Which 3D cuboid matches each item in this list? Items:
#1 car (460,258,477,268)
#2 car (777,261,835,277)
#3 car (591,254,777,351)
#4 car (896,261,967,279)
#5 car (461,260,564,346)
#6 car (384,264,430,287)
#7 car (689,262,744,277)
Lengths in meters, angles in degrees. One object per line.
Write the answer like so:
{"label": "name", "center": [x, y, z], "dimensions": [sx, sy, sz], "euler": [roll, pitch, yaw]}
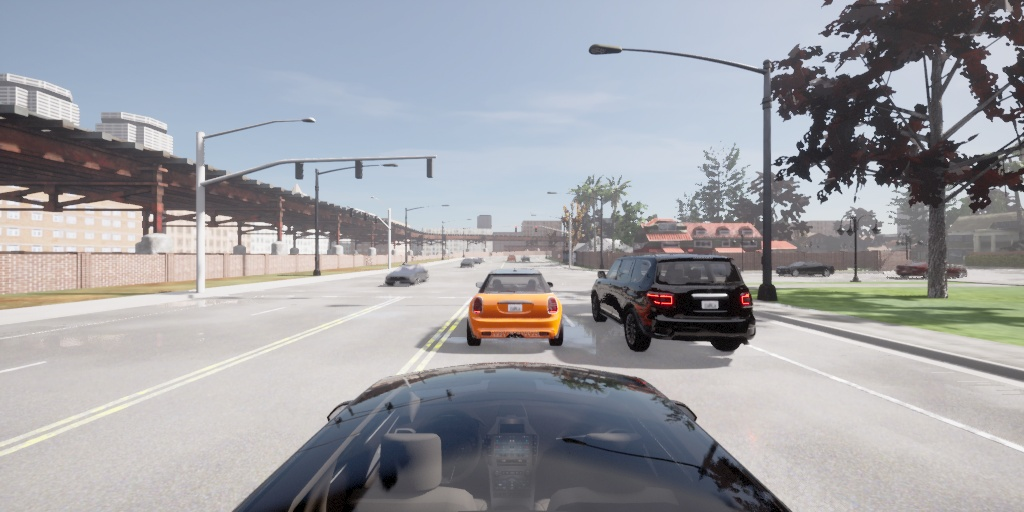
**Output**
{"label": "car", "center": [-7.148, 1.118, 57.612], "dimensions": [1.837, 1.490, 4.892], "euler": [0, 1, 0]}
{"label": "car", "center": [28.674, 1.228, 35.182], "dimensions": [5.008, 1.535, 1.882], "euler": [0, 0, -2]}
{"label": "car", "center": [3.572, 0.971, 9.128], "dimensions": [2.150, 2.045, 5.566], "euler": [0, 0, 0]}
{"label": "car", "center": [37.086, 1.227, 31.728], "dimensions": [5.008, 1.535, 1.882], "euler": [0, 0, -2]}
{"label": "car", "center": [0.072, 1.102, 9.585], "dimensions": [2.097, 1.767, 4.553], "euler": [0, 0, 0]}
{"label": "car", "center": [-7.123, 1.297, 24.977], "dimensions": [2.033, 1.411, 5.357], "euler": [0, 0, 0]}
{"label": "car", "center": [19.859, 1.315, 34.947], "dimensions": [4.181, 1.385, 1.994], "euler": [0, 0, -2]}
